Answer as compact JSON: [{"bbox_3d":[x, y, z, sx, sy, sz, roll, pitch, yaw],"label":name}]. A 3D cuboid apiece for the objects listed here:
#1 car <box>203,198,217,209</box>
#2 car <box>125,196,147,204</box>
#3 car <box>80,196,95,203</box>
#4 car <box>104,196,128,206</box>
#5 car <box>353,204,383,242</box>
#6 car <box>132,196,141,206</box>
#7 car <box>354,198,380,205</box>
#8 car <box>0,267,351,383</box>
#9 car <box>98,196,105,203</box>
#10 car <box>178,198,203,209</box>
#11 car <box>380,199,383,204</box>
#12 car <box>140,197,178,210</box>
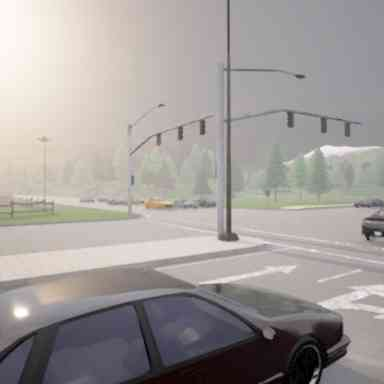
[{"bbox_3d":[1.818,1.474,45.248,2.033,1.411,5.357,0,0,-35],"label":"car"},{"bbox_3d":[-10.796,1.474,63.487,2.033,1.411,5.357,0,0,-35],"label":"car"},{"bbox_3d":[-20.530,1.506,65.247,1.994,1.385,4.181,0,0,-35],"label":"car"},{"bbox_3d":[-11.761,1.471,52.517,1.812,1.442,4.674,0,0,-35],"label":"car"},{"bbox_3d":[9.469,1.449,14.817,4.902,1.511,2.128,0,0,-36],"label":"car"},{"bbox_3d":[-8.973,1.414,54.641,1.882,1.535,5.008,0,0,-35],"label":"car"},{"bbox_3d":[23.356,1.433,43.358,5.357,1.411,2.033,0,0,-32],"label":"car"},{"bbox_3d":[-0.647,1.544,3.301,5.357,1.411,2.033,0,0,-35],"label":"car"},{"bbox_3d":[-17.616,1.458,67.197,1.812,1.442,4.674,0,0,-35],"label":"car"},{"bbox_3d":[-1.036,1.537,43.216,1.895,1.301,4.718,0,0,-35],"label":"car"},{"bbox_3d":[25.926,1.106,40.926,5.566,2.045,2.150,0,0,-35],"label":"car"},{"bbox_3d":[-4.150,1.424,41.562,1.882,1.535,5.008,0,1,-35],"label":"car"}]
